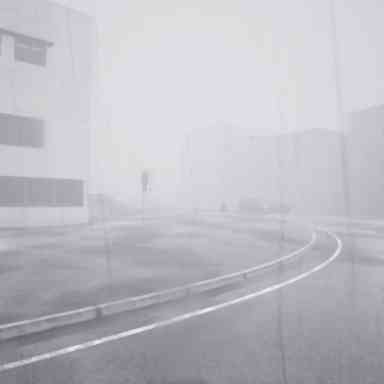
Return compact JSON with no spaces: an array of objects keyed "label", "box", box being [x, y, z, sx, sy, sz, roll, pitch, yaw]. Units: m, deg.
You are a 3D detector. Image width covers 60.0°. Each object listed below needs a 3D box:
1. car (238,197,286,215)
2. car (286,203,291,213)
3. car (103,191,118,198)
[{"label":"car","box":[6.621,1.329,33.211,2.097,1.767,4.553,2,0,-31]},{"label":"car","box":[8.670,1.530,37.070,1.882,1.535,5.008,2,-1,-32]},{"label":"car","box":[-16.339,0.417,66.664,1.994,1.385,4.181,2,2,-35]}]
